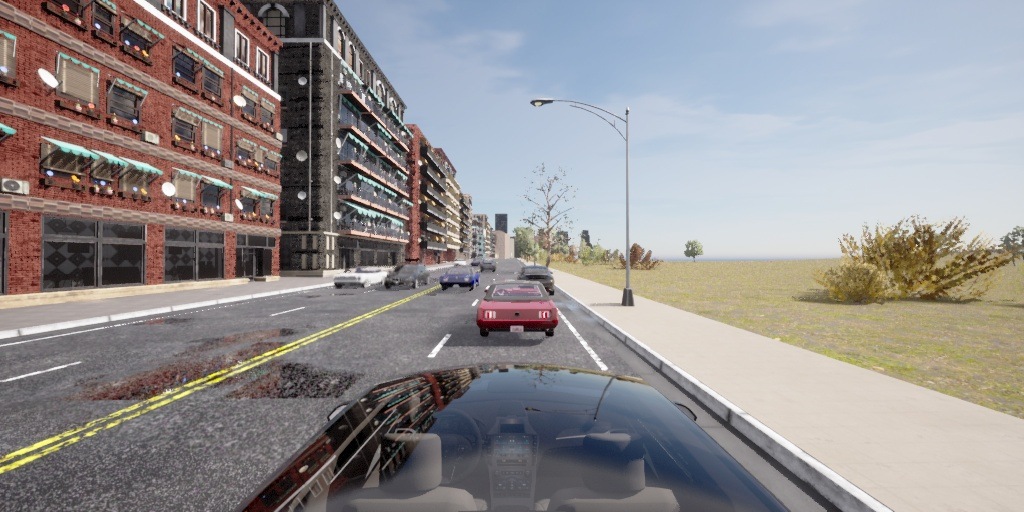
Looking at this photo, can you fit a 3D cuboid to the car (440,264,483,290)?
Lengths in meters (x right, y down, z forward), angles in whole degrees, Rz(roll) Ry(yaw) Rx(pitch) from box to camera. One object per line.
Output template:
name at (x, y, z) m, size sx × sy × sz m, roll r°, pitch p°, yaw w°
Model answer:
car at (-3.073, 1.353, 22.108) m, size 1.895 × 1.301 × 4.718 m, roll 0°, pitch 0°, yaw 0°

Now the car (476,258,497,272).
car at (-2.979, 1.240, 45.627) m, size 2.128 × 1.511 × 4.902 m, roll 0°, pitch 0°, yaw 0°

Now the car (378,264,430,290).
car at (-6.520, 1.257, 22.730) m, size 1.837 × 1.490 × 4.892 m, roll 0°, pitch 0°, yaw 0°

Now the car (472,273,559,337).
car at (0.131, 1.352, 10.277) m, size 1.895 × 1.301 × 4.718 m, roll 0°, pitch 0°, yaw 0°

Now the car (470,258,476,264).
car at (-6.301, 1.101, 65.145) m, size 2.097 × 1.767 × 4.553 m, roll 0°, pitch 0°, yaw 1°

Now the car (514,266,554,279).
car at (1.205, 1.257, 19.478) m, size 1.837 × 1.490 × 4.892 m, roll 0°, pitch 0°, yaw 0°

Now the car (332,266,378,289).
car at (-9.766, 1.353, 23.446) m, size 1.895 × 1.301 × 4.718 m, roll 0°, pitch 0°, yaw 0°
